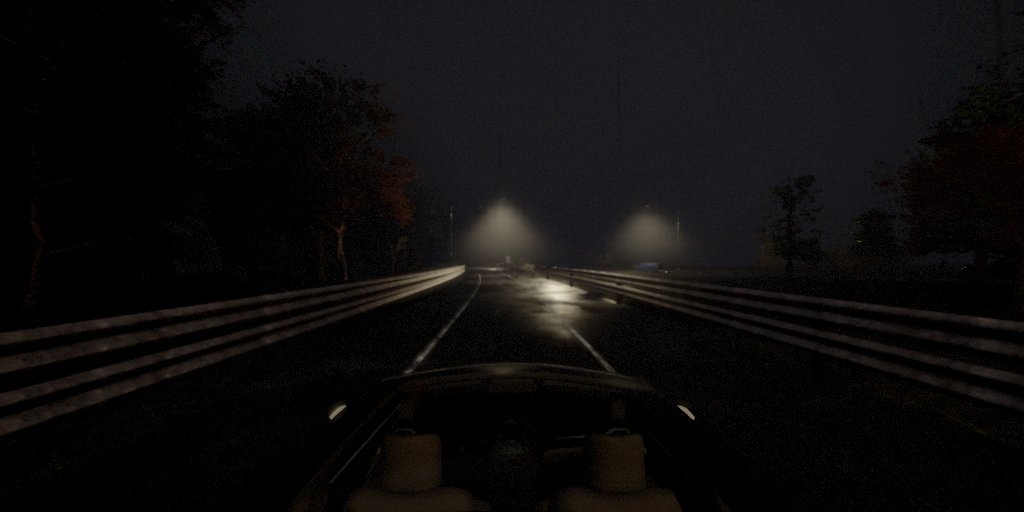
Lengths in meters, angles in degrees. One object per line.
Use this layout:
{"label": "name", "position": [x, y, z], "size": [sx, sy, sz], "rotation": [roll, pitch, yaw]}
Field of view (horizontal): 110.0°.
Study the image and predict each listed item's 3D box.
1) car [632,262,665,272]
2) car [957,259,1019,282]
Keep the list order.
{"label": "car", "position": [21.542, 1.695, 56.888], "size": [2.033, 1.411, 5.357], "rotation": [0, -1, -25]}
{"label": "car", "position": [36.139, 0.946, 26.137], "size": [2.097, 1.767, 4.553], "rotation": [0, -1, -26]}
